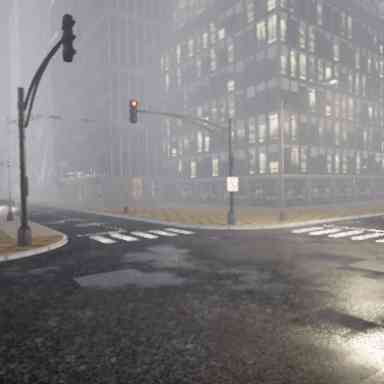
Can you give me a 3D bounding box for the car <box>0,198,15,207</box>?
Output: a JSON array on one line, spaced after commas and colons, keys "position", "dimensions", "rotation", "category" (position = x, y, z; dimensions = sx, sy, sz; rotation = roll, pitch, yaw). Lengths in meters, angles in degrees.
[{"position": [-27.792, 1.475, 49.877], "dimensions": [1.895, 1.301, 4.718], "rotation": [-2, 1, -35], "category": "car"}]
